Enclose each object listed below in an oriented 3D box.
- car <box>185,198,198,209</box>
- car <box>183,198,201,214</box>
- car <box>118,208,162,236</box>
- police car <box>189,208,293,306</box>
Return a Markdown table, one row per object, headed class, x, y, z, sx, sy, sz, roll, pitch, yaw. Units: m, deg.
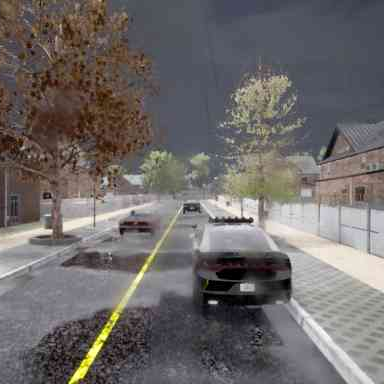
| class | x | y | z | sx | sy | sz | roll | pitch | yaw |
| --- | --- | --- | --- | --- | --- | --- | --- | --- | --- |
| car | -0.045 | 1.563 | 46.712 | 1.812 | 1.442 | 4.674 | 0 | 0 | 0 |
| car | 0.004 | 1.503 | 36.266 | 1.882 | 1.535 | 5.008 | 0 | 0 | 0 |
| car | -2.789 | 1.612 | 18.626 | 1.895 | 1.301 | 4.718 | 0 | 0 | 0 |
| police car | 0.946 | 1.430 | 8.275 | 1.930 | 1.638 | 5.238 | 0 | 0 | 0 |
